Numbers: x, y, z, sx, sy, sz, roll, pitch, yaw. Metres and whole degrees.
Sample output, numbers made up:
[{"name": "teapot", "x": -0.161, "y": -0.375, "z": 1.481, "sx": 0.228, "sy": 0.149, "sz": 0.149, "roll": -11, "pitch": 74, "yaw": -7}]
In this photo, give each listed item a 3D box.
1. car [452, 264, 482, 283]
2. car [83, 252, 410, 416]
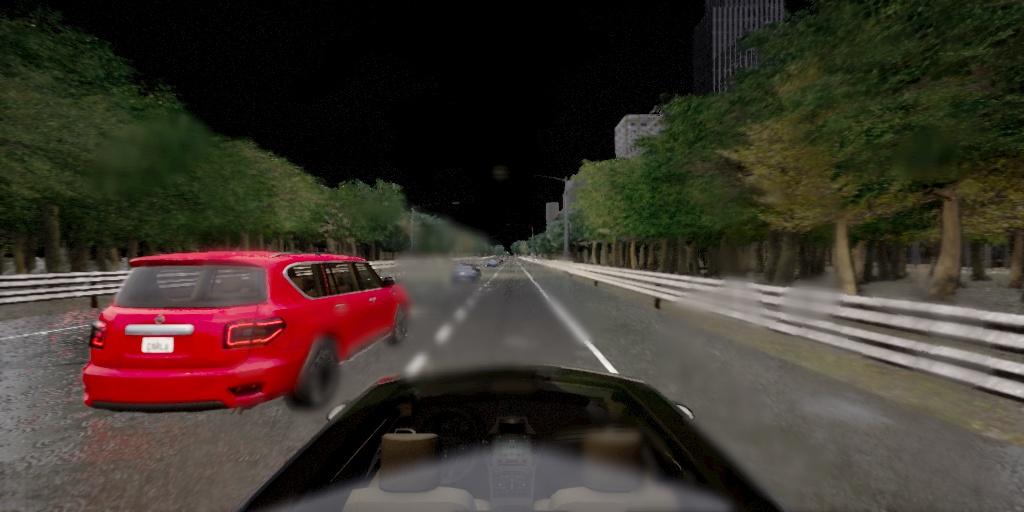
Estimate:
[{"name": "car", "x": -3.499, "y": 1.317, "z": 28.169, "sx": 1.994, "sy": 1.385, "sz": 4.181, "roll": 0, "pitch": 0, "yaw": 0}, {"name": "car", "x": -3.501, "y": 0.973, "z": 6.228, "sx": 2.150, "sy": 2.045, "sz": 5.566, "roll": 0, "pitch": 0, "yaw": 0}]
